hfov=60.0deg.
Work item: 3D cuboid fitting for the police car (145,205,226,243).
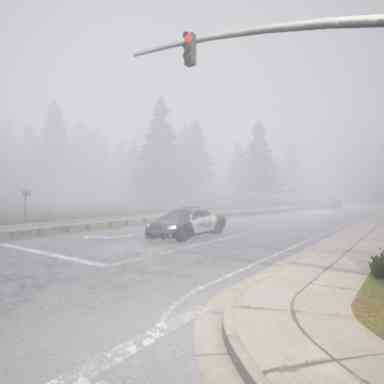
[{"bbox_3d":[-0.257,1.476,16.343,2.038,1.542,4.974,0,0,34],"label":"police car"}]

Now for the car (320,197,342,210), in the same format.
[{"bbox_3d":[17.649,1.451,42.106,2.128,1.511,4.902,0,0,37],"label":"car"}]
